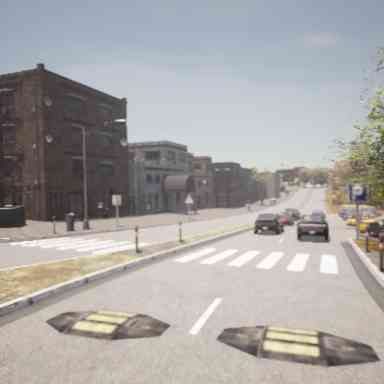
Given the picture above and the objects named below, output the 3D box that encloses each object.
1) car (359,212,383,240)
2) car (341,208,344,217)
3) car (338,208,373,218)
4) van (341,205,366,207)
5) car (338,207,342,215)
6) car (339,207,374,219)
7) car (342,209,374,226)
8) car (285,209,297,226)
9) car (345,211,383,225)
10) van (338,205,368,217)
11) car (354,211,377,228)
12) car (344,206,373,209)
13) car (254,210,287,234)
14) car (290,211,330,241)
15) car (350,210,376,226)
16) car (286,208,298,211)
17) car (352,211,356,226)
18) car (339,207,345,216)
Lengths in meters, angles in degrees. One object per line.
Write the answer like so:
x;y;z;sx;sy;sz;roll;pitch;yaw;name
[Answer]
12.941;2.182;19.745;4.892;1.521;2.231;-1;-2;21;car
20.974;2.994;40.250;4.674;1.452;2.002;-1;-2;21;car
25.983;3.326;53.079;4.892;1.521;2.231;-1;-2;21;car
24.090;2.961;47.909;4.442;1.987;1.878;-1;-2;21;van
23.006;3.142;45.371;4.792;1.488;2.163;-1;-2;21;car
25.003;3.137;50.645;4.553;1.767;2.185;-1;-2;21;car
16.787;2.593;30.064;5.366;1.575;1.946;-1;-2;21;car
9.734;2.844;35.597;1.994;1.385;4.181;-1;-2;21;car
19.967;2.909;37.689;4.674;1.452;2.002;-1;-2;21;car
26.885;3.162;55.693;4.442;1.987;1.878;-1;-1;21;van
13.945;2.288;22.308;5.008;1.535;2.097;-1;-2;21;car
18.935;2.658;35.134;4.553;1.767;2.185;-1;-2;21;car
6.043;2.407;25.904;1.837;1.490;4.892;-1;-2;21;car
7.885;2.238;21.675;2.128;1.511;4.902;-1;-2;21;car
15.982;2.526;27.416;4.792;1.488;2.163;-1;-2;21;car
13.719;2.976;45.774;2.097;1.767;4.553;-1;-2;22;car
14.959;2.394;24.866;4.892;1.521;2.231;-1;-2;21;car
21.949;3.067;42.830;4.792;1.488;2.163;-1;-2;21;car
